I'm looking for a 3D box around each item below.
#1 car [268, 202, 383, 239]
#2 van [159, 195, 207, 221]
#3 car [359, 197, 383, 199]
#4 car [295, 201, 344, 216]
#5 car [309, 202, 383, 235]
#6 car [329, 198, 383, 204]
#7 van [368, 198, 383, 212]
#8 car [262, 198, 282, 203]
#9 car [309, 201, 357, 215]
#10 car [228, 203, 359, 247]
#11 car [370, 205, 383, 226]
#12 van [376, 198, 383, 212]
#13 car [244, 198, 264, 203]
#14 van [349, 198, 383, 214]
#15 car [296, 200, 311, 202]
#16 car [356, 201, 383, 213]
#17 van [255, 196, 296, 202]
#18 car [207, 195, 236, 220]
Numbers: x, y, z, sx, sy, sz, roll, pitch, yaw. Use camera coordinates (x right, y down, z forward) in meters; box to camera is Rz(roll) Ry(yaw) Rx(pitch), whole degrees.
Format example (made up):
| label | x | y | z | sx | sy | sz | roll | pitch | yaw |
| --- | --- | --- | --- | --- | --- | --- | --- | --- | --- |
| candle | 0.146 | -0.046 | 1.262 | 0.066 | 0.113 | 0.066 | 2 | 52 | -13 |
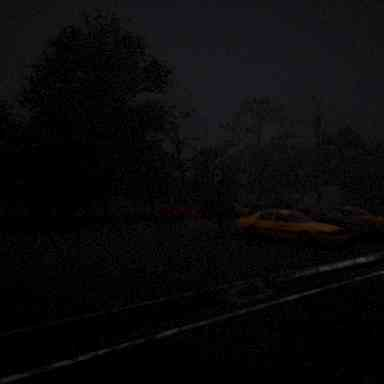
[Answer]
| label | x | y | z | sx | sy | sz | roll | pitch | yaw |
| --- | --- | --- | --- | --- | --- | --- | --- | --- | --- |
| car | 6.461 | 1.507 | 16.869 | 2.231 | 1.521 | 4.892 | 1 | 0 | -35 |
| van | -1.102 | 1.280 | 27.678 | 1.878 | 1.987 | 4.442 | 1 | 0 | -35 |
| car | 13.263 | 1.376 | 21.668 | 2.435 | 2.045 | 5.566 | 1 | -1 | -35 |
| car | 14.860 | 1.827 | 38.887 | 2.097 | 1.535 | 5.008 | 1 | -1 | -35 |
| car | 8.719 | 1.539 | 18.477 | 2.097 | 1.535 | 5.008 | 1 | -1 | -35 |
| car | 10.969 | 1.455 | 20.109 | 2.185 | 1.767 | 4.553 | 1 | -1 | -35 |
| van | 28.345 | 1.909 | 48.348 | 1.878 | 1.987 | 4.442 | 2 | -1 | -35 |
| car | 5.833 | 1.632 | 32.462 | 2.231 | 1.521 | 4.892 | 1 | -1 | -35 |
| car | 17.117 | 1.877 | 40.493 | 2.231 | 1.521 | 4.892 | 1 | -1 | -35 |
| car | 4.316 | 1.477 | 15.108 | 1.946 | 1.575 | 5.366 | 1 | 0 | -35 |
| car | 15.487 | 1.706 | 23.322 | 2.163 | 1.488 | 4.792 | 1 | -1 | -35 |
| van | 30.574 | 2.007 | 50.220 | 1.878 | 1.987 | 4.442 | 2 | -1 | -35 |
| car | 3.683 | 1.580 | 30.712 | 1.946 | 1.575 | 5.366 | 1 | -1 | -35 |
| van | 23.954 | 1.798 | 45.222 | 1.878 | 1.987 | 4.442 | 1 | -1 | -35 |
| car | 10.363 | 1.603 | 35.655 | 2.185 | 1.767 | 4.553 | 1 | -1 | -35 |
| car | 26.136 | 2.073 | 46.925 | 2.097 | 1.535 | 5.008 | 1 | -1 | -35 |
| van | 8.022 | 1.454 | 34.171 | 1.878 | 1.987 | 4.442 | 1 | -1 | -35 |
| car | 1.307 | 1.289 | 29.282 | 2.435 | 2.045 | 5.566 | 1 | 0 | -35 |
